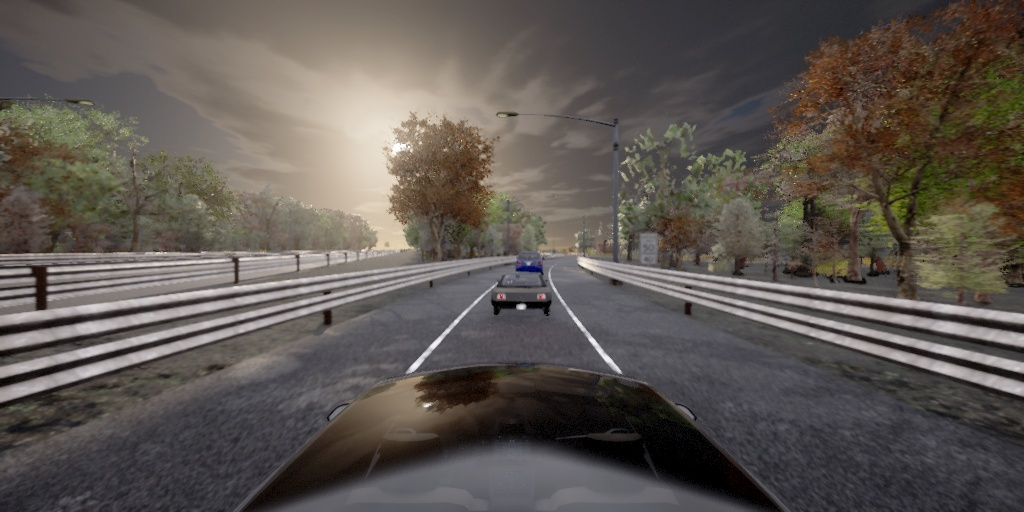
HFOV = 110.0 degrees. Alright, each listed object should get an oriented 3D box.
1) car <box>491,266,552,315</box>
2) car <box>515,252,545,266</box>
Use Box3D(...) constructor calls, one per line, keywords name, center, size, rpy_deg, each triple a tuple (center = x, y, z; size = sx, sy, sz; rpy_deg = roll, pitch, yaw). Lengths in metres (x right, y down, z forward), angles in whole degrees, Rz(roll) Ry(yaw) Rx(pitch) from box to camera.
Box3D(name="car", center=(0.366, 1.225, 13.001), size=(1.895, 1.301, 4.718), rpy_deg=(0, 1, 2))
Box3D(name="car", center=(1.487, 0.653, 29.712), size=(2.150, 2.045, 5.566), rpy_deg=(0, 1, 5))
